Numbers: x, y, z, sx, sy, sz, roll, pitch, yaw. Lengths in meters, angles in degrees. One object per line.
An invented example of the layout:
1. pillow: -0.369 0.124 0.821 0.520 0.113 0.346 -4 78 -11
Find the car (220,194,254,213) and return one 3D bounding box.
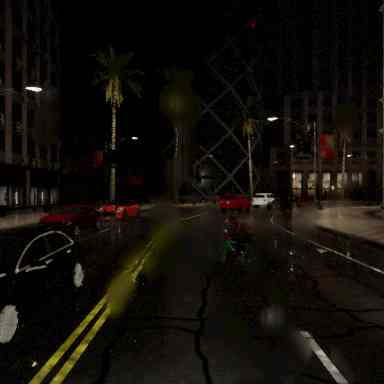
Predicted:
1. car: 4.866 1.221 36.984 2.150 2.045 5.566 0 0 25

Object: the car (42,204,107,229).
1. car: -6.654 1.477 18.596 1.882 1.535 5.008 0 0 4

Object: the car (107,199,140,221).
1. car: -5.929 1.381 27.425 2.097 1.767 4.553 0 0 11

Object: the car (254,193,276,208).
1. car: 10.486 1.221 45.966 2.150 2.045 5.566 0 0 42

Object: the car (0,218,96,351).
1. car: -3.529 1.504 6.270 1.837 1.490 4.892 0 0 1

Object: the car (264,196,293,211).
1. car: 10.683 1.526 40.079 1.812 1.442 4.674 0 0 32

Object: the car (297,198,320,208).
1. car: 16.555 1.564 46.944 4.181 1.385 1.994 0 0 -43

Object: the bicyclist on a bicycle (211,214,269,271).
1. bicyclist on a bicycle: 1.352 1.455 9.513 1.656 1.620 0.582 -2 0 1
